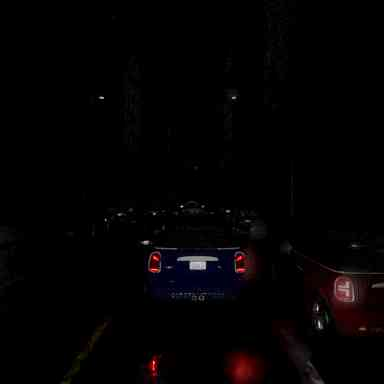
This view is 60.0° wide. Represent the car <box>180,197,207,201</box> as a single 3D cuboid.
[{"bbox_3d":[0.019,1.460,27.459,1.801,1.575,5.366,0,0,0],"label":"car"}]

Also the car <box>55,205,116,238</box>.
[{"bbox_3d":[-5.659,1.567,17.595,1.947,1.339,4.313,0,0,0],"label":"car"}]

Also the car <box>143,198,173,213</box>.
[{"bbox_3d":[-2.991,1.514,28.715,1.837,1.490,4.892,0,0,0],"label":"car"}]

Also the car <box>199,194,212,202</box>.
[{"bbox_3d":[2.934,1.484,65.682,1.967,1.590,4.097,0,0,0],"label":"car"}]

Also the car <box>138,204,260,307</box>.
[{"bbox_3d":[0.105,1.352,8.157,2.097,1.767,4.553,0,0,0],"label":"car"}]

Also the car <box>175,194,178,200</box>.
[{"bbox_3d":[-5.523,1.638,92.573,1.752,1.417,4.829,0,0,0],"label":"car"}]

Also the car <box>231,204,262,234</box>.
[{"bbox_3d":[2.866,1.552,17.589,2.008,1.369,4.403,0,0,0],"label":"car"}]

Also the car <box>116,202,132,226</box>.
[{"bbox_3d":[-5.656,1.584,23.097,1.802,1.307,4.206,0,0,0],"label":"car"}]

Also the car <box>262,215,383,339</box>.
[{"bbox_3d":[2.858,1.440,6.586,1.967,1.590,4.097,0,0,0],"label":"car"}]

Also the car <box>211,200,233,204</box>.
[{"bbox_3d":[2.874,1.569,28.592,1.947,1.339,4.313,0,0,0],"label":"car"}]

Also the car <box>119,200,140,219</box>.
[{"bbox_3d":[-5.652,1.444,28.598,1.967,1.590,4.097,0,0,0],"label":"car"}]

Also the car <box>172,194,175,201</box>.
[{"bbox_3d":[-5.563,1.617,76.518,2.008,1.369,4.403,0,0,0],"label":"car"}]

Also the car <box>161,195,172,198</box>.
[{"bbox_3d":[-5.591,1.626,65.701,1.802,1.307,4.206,0,0,0],"label":"car"}]

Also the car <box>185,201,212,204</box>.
[{"bbox_3d":[0.108,1.479,17.437,1.882,1.535,5.008,0,0,0],"label":"car"}]
